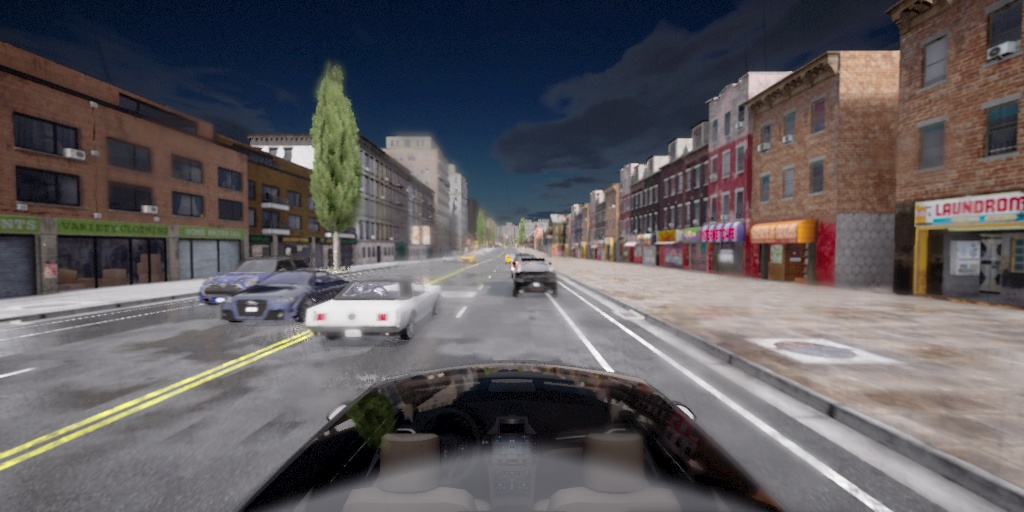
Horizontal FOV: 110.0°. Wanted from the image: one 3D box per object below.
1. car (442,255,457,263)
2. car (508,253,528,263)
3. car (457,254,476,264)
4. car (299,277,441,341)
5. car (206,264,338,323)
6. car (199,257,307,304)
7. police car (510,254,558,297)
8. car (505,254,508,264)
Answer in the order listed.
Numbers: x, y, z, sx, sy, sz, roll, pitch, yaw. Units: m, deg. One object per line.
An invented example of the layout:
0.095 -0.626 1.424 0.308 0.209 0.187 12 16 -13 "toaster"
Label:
-9.819 0.458 56.680 1.895 1.301 4.718 0 1 0 "car"
0.971 0.634 26.537 2.097 1.767 4.553 0 1 0 "car"
-6.570 0.361 54.290 1.882 1.535 5.008 0 0 0 "car"
-3.152 1.202 9.357 1.895 1.301 4.718 0 1 0 "car"
-6.600 1.133 11.078 1.994 1.385 4.181 0 1 0 "car"
-9.851 0.860 14.376 2.097 1.767 4.553 0 1 0 "car"
0.973 0.890 16.679 1.930 1.638 5.238 0 1 0 "police car"
0.005 0.391 51.712 1.882 1.535 5.008 0 0 0 "car"
